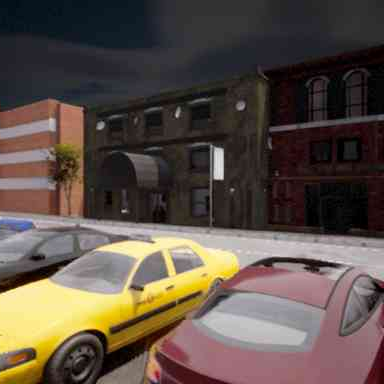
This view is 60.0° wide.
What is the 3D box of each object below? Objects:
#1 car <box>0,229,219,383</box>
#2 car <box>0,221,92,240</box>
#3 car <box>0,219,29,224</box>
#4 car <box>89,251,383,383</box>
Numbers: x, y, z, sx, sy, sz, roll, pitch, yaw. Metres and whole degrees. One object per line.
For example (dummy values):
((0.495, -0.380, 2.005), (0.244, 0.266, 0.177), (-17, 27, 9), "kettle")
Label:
((-1.044, 1.513, 5.512), (1.946, 1.575, 5.366), (-1, 0, 36), "car")
((-3.233, 1.542, 7.310), (2.097, 1.535, 5.008), (-1, 0, 36), "car")
((-5.538, 1.568, 8.943), (2.097, 1.535, 5.008), (-1, 0, 36), "car")
((1.362, 1.530, 4.019), (2.002, 1.452, 4.674), (-1, 0, 36), "car")
